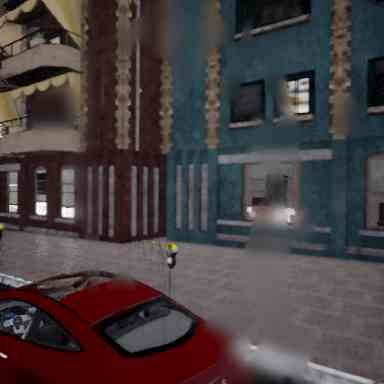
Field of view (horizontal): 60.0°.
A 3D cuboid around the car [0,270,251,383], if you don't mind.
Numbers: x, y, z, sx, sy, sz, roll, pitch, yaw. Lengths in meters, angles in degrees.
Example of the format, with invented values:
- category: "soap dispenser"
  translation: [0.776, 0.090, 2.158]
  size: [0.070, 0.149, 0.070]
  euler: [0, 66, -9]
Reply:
- category: "car"
  translation: [-1.418, 1.577, 3.716]
  size: [4.206, 1.307, 1.802]
  euler: [0, 1, 35]
